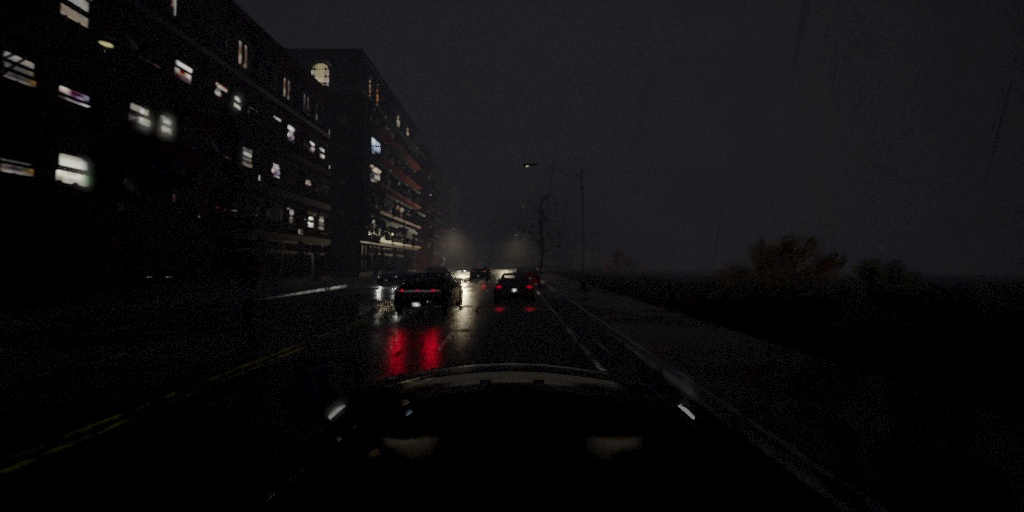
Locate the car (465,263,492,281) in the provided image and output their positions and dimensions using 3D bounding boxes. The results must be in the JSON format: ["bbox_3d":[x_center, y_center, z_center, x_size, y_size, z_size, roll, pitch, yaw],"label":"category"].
[{"bbox_3d":[-3.155,1.688,36.076,2.128,1.511,4.902,0,-1,0],"label":"car"}]

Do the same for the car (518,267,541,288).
[{"bbox_3d":[1.134,1.564,27.610,1.882,1.535,5.008,0,-1,0],"label":"car"}]

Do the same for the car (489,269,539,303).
[{"bbox_3d":[0.100,1.527,18.084,1.994,1.385,4.181,0,-1,0],"label":"car"}]

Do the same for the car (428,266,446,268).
[{"bbox_3d":[-6.605,1.610,31.235,1.882,1.535,5.008,0,-1,0],"label":"car"}]

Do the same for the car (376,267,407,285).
[{"bbox_3d":[-9.854,1.647,30.374,1.812,1.442,4.674,0,-1,0],"label":"car"}]

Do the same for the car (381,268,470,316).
[{"bbox_3d":[-3.152,1.404,14.209,2.128,1.511,4.902,0,-1,0],"label":"car"}]
